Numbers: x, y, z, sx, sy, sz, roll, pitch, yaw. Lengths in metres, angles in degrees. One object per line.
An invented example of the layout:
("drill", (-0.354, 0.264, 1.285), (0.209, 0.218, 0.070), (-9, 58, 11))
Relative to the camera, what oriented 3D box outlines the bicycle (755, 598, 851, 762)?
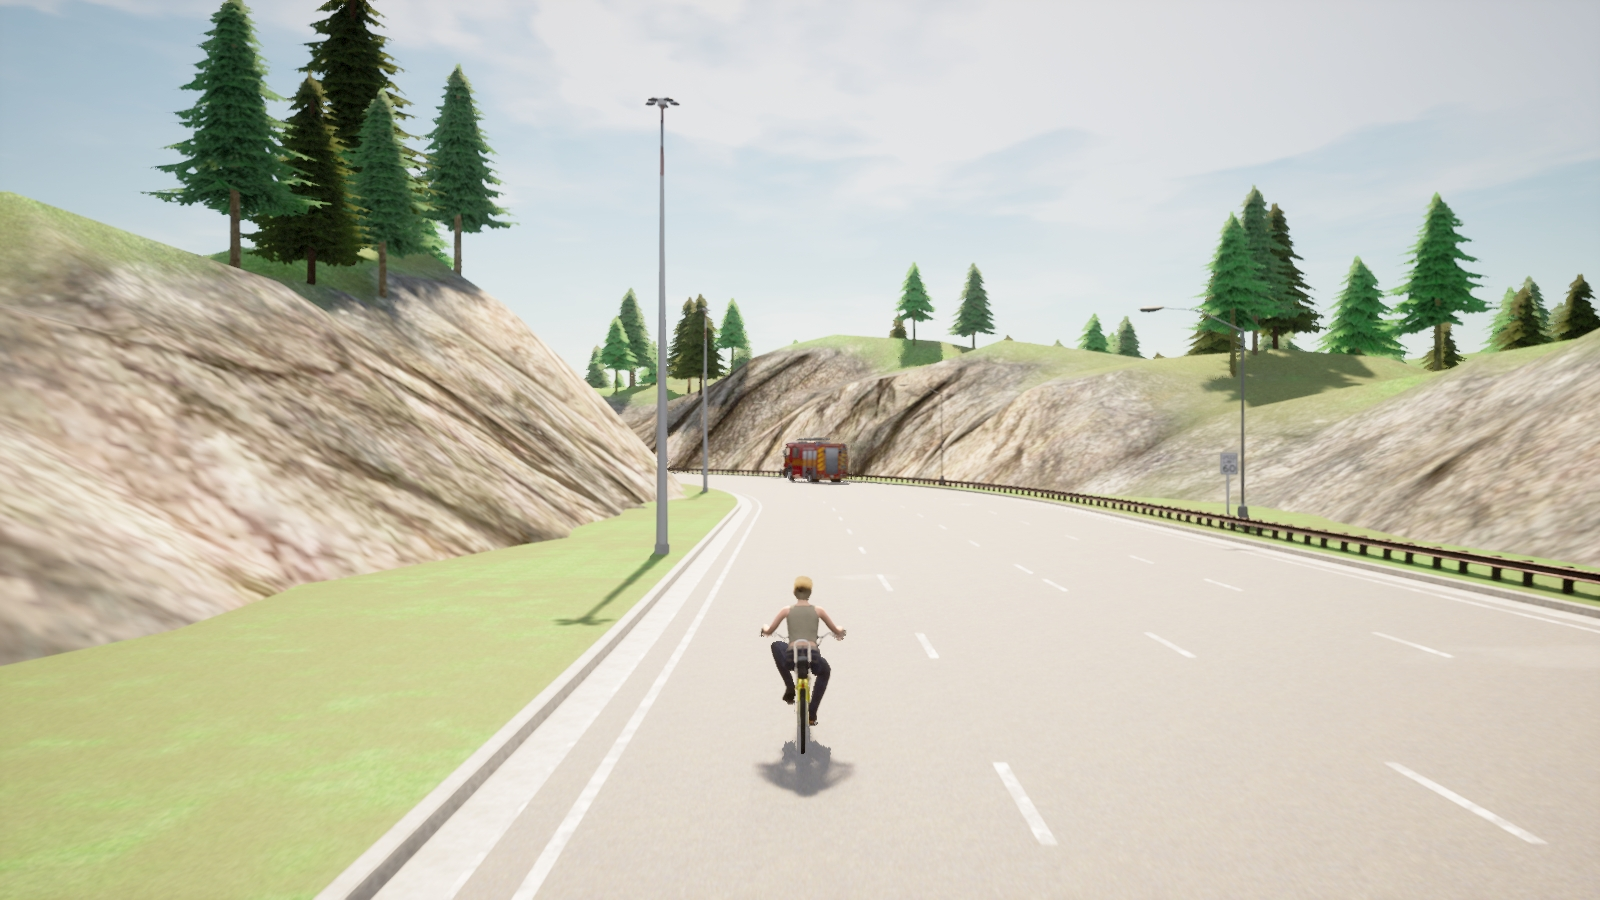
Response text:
("bicycle", (0.031, 2.159, 10.976), (0.859, 1.276, 1.487), (0, 0, 0))
